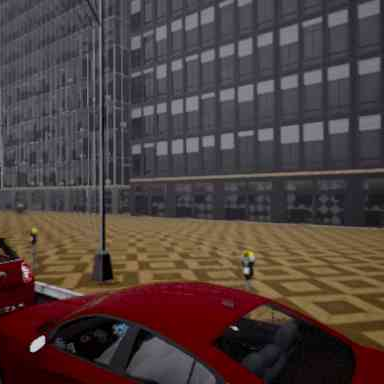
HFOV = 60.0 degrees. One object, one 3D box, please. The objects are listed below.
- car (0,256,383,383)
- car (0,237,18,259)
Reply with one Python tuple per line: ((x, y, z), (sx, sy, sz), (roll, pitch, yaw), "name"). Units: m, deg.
((-0.312, 1.551, 3.101), (4.507, 1.381, 1.887), (0, 0, 35), "car")
((-4.821, 1.463, 6.319), (4.097, 1.590, 1.967), (0, 0, 35), "car")
